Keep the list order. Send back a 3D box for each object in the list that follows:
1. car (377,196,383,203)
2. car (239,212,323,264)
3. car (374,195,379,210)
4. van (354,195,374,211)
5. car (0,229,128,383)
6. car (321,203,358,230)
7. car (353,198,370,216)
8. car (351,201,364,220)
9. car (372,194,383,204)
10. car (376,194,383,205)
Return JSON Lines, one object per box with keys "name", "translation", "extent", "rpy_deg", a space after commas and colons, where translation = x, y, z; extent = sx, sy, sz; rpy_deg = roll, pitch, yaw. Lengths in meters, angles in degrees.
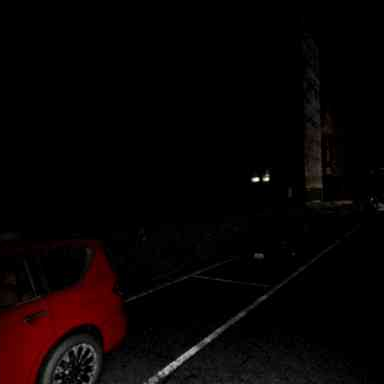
{"name": "car", "translation": [42.427, 1.619, 73.865], "extent": [2.008, 1.369, 4.403], "rpy_deg": [-1, -1, 32]}
{"name": "car", "translation": [3.281, 1.646, 12.340], "extent": [1.947, 1.339, 4.313], "rpy_deg": [-1, -1, 32]}
{"name": "car", "translation": [21.346, 1.509, 40.738], "extent": [1.967, 1.590, 4.097], "rpy_deg": [-1, -1, 32]}
{"name": "van", "translation": [18.333, 1.411, 36.006], "extent": [1.690, 1.788, 3.998], "rpy_deg": [-1, -1, 32]}
{"name": "car", "translation": [-2.746, 1.403, 2.877], "extent": [2.192, 1.841, 5.009], "rpy_deg": [-1, -1, 32]}
{"name": "car", "translation": [9.303, 1.625, 21.806], "extent": [2.008, 1.369, 4.403], "rpy_deg": [-1, -1, 32]}
{"name": "car", "translation": [15.233, 1.596, 31.128], "extent": [1.752, 1.417, 4.829], "rpy_deg": [-1, -1, 32]}
{"name": "car", "translation": [12.314, 1.654, 26.538], "extent": [1.802, 1.307, 4.206], "rpy_deg": [-1, -1, 32]}
{"name": "car", "translation": [36.400, 1.383, 64.403], "extent": [2.192, 1.841, 5.009], "rpy_deg": [-1, -1, 32]}
{"name": "car", "translation": [24.355, 1.384, 45.472], "extent": [2.192, 1.841, 5.009], "rpy_deg": [-1, -1, 32]}
